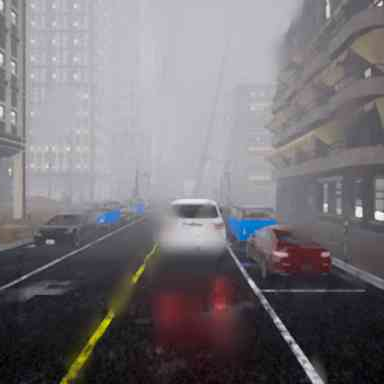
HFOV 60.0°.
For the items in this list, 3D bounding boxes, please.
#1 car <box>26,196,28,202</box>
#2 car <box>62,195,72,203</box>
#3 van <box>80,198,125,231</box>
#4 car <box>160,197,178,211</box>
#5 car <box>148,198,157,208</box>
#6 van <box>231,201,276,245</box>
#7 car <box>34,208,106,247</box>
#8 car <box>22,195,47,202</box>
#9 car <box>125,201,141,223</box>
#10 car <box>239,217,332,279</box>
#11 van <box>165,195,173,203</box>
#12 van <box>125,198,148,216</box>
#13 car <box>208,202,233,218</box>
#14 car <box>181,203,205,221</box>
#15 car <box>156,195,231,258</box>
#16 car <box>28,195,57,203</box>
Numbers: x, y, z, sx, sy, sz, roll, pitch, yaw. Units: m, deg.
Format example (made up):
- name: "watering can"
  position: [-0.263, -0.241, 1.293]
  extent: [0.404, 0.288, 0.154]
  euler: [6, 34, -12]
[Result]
- name: "car"
  position: [-32.278, 1.026, 60.180]
  extent: [5.009, 1.841, 2.192]
  euler: [1, -1, 0]
- name: "car"
  position: [-21.132, 1.367, 60.202]
  extent: [4.097, 1.590, 1.967]
  euler: [1, -1, 0]
- name: "van"
  position: [-5.691, 1.441, 21.176]
  extent: [1.690, 1.788, 3.998]
  euler: [0, 0, 0]
- name: "car"
  position: [-3.069, 1.571, 44.870]
  extent: [2.097, 1.767, 4.553]
  euler: [0, 0, 0]
- name: "car"
  position: [-5.692, 1.684, 49.418]
  extent: [1.967, 1.590, 4.097]
  euler: [0, 0, 0]
- name: "van"
  position: [2.690, 1.415, 15.527]
  extent: [1.690, 1.788, 3.998]
  euler: [0, 0, 0]
- name: "car"
  position: [-5.690, 1.639, 15.526]
  extent: [1.947, 1.339, 4.313]
  euler: [0, 0, 0]
- name: "car"
  position: [-32.363, 1.322, 68.554]
  extent: [4.206, 1.307, 1.802]
  euler: [1, -1, 0]
- name: "car"
  position: [-5.691, 1.679, 26.823]
  extent: [2.008, 1.369, 4.403]
  euler: [0, 0, 0]
- name: "car"
  position: [2.690, 1.629, 9.877]
  extent: [1.802, 1.307, 4.206]
  euler: [0, 0, 0]
- name: "van"
  position: [-5.692, 1.760, 81.892]
  extent: [1.690, 1.788, 3.998]
  euler: [0, 0, 0]
- name: "van"
  position: [-5.691, 1.497, 32.473]
  extent: [1.690, 1.788, 3.998]
  euler: [0, 0, 0]
- name: "car"
  position: [2.690, 1.708, 32.471]
  extent: [2.008, 1.369, 4.403]
  euler: [0, 0, 0]
- name: "car"
  position: [0.074, 1.706, 29.609]
  extent: [1.994, 1.385, 4.181]
  euler: [0, 0, 0]
- name: "car"
  position: [0.067, 1.285, 13.128]
  extent: [2.150, 2.045, 5.566]
  euler: [0, 0, 0]
- name: "car"
  position: [-26.709, 1.401, 60.186]
  extent: [4.206, 1.307, 1.802]
  euler: [1, -1, 0]
